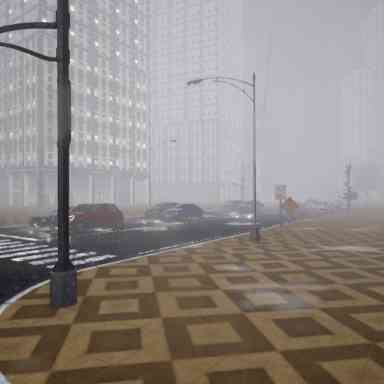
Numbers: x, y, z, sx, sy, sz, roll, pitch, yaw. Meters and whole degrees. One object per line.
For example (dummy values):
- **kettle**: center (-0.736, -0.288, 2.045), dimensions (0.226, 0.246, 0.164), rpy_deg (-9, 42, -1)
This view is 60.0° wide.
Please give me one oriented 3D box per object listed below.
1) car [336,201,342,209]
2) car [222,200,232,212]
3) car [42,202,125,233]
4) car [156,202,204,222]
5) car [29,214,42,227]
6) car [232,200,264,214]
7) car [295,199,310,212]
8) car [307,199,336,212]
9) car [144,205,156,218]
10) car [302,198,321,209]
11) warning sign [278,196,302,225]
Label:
- **car**: center (21.860, 1.940, 51.129), dimensions (1.895, 1.301, 4.718), rpy_deg (0, 0, 31)
- **car**: center (5.681, 1.803, 44.032), dimensions (1.837, 1.490, 4.892), rpy_deg (0, -1, 34)
- **car**: center (-6.355, 1.468, 20.505), dimensions (2.097, 1.767, 4.553), rpy_deg (0, -1, 34)
- **car**: center (-0.662, 1.708, 28.891), dimensions (1.812, 1.442, 4.674), rpy_deg (0, -1, 34)
- **car**: center (-8.429, 1.685, 23.272), dimensions (2.033, 1.411, 5.357), rpy_deg (0, -1, 34)
- **car**: center (7.164, 1.747, 40.409), dimensions (1.882, 1.535, 5.008), rpy_deg (0, -1, 34)
- **car**: center (13.843, 1.898, 44.394), dimensions (1.895, 1.301, 4.718), rpy_deg (0, -1, 33)
- **car**: center (16.753, 1.885, 42.910), dimensions (1.895, 1.301, 4.718), rpy_deg (0, -1, 33)
- **car**: center (-2.512, 1.709, 31.945), dimensions (1.837, 1.490, 4.892), rpy_deg (0, 0, 34)
- **car**: center (19.065, 1.831, 52.789), dimensions (1.882, 1.535, 5.008), rpy_deg (0, 0, 31)
- **warning sign**: center (6.764, 1.251, 22.994), dimensions (1.300, 1.860, 1.060), rpy_deg (0, 0, 34)
